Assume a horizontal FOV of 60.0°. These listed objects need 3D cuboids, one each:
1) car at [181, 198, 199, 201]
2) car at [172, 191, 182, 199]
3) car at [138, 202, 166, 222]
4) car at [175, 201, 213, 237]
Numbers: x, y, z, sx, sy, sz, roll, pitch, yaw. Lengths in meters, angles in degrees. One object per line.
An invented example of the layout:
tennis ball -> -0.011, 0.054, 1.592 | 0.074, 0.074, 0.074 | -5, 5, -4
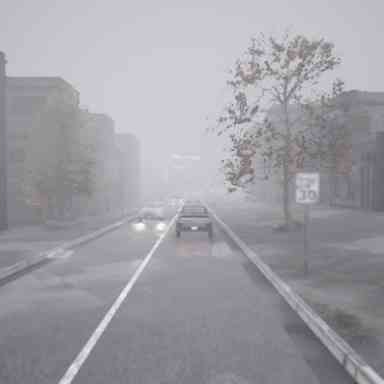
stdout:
car -> 0.124, 1.533, 36.134 | 2.033, 1.411, 5.357 | 0, 0, 0
car -> -2.959, 0.628, 67.512 | 1.812, 1.442, 4.674 | 0, 4, 0
car -> -3.080, 1.515, 26.317 | 1.812, 1.442, 4.674 | 0, 0, 0
car -> 0.111, 1.484, 18.013 | 2.128, 1.511, 4.902 | 0, 0, 0
